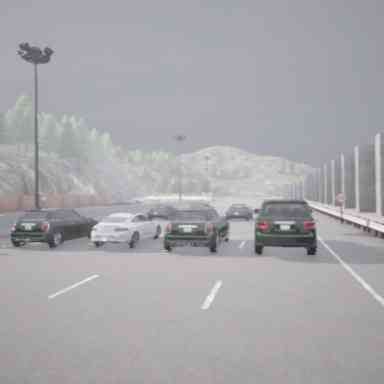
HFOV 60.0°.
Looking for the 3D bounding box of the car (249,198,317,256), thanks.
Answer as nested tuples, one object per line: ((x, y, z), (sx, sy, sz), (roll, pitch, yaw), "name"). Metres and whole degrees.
((3.733, 1.269, 13.619), (2.150, 2.045, 5.566), (-1, 0, 14), "car")

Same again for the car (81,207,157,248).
((-2.961, 1.678, 15.661), (1.812, 1.442, 4.674), (-1, 0, 14), "car")

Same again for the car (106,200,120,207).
((-13.617, 2.080, 58.794), (1.882, 1.535, 5.008), (-1, 0, 14), "car")

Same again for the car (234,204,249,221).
((4.148, 1.724, 29.088), (1.994, 1.385, 4.181), (-1, 0, 15), "car")

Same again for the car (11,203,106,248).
((-6.436, 1.551, 16.214), (2.097, 1.767, 4.553), (-1, -1, 14), "car")

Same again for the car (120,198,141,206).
((-10.204, 2.078, 57.881), (1.812, 1.442, 4.674), (-1, 0, 14), "car")

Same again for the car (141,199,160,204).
((-6.610, 1.983, 57.854), (1.882, 1.535, 5.008), (-1, 0, 14), "car")

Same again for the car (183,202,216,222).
((0.766, 1.717, 29.987), (1.837, 1.490, 4.892), (-1, 0, 15), "car")

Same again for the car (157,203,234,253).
((0.356, 1.452, 14.524), (2.097, 1.767, 4.553), (-1, -1, 14), "car")

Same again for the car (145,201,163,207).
((-2.628, 1.823, 30.841), (1.994, 1.385, 4.181), (-1, 0, 15), "car")

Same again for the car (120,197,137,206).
((-14.010, 2.063, 73.294), (2.097, 1.767, 4.553), (-1, 0, 11), "car")

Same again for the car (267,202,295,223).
((7.451, 1.656, 27.899), (2.033, 1.411, 5.357), (-1, 0, 15), "car")
